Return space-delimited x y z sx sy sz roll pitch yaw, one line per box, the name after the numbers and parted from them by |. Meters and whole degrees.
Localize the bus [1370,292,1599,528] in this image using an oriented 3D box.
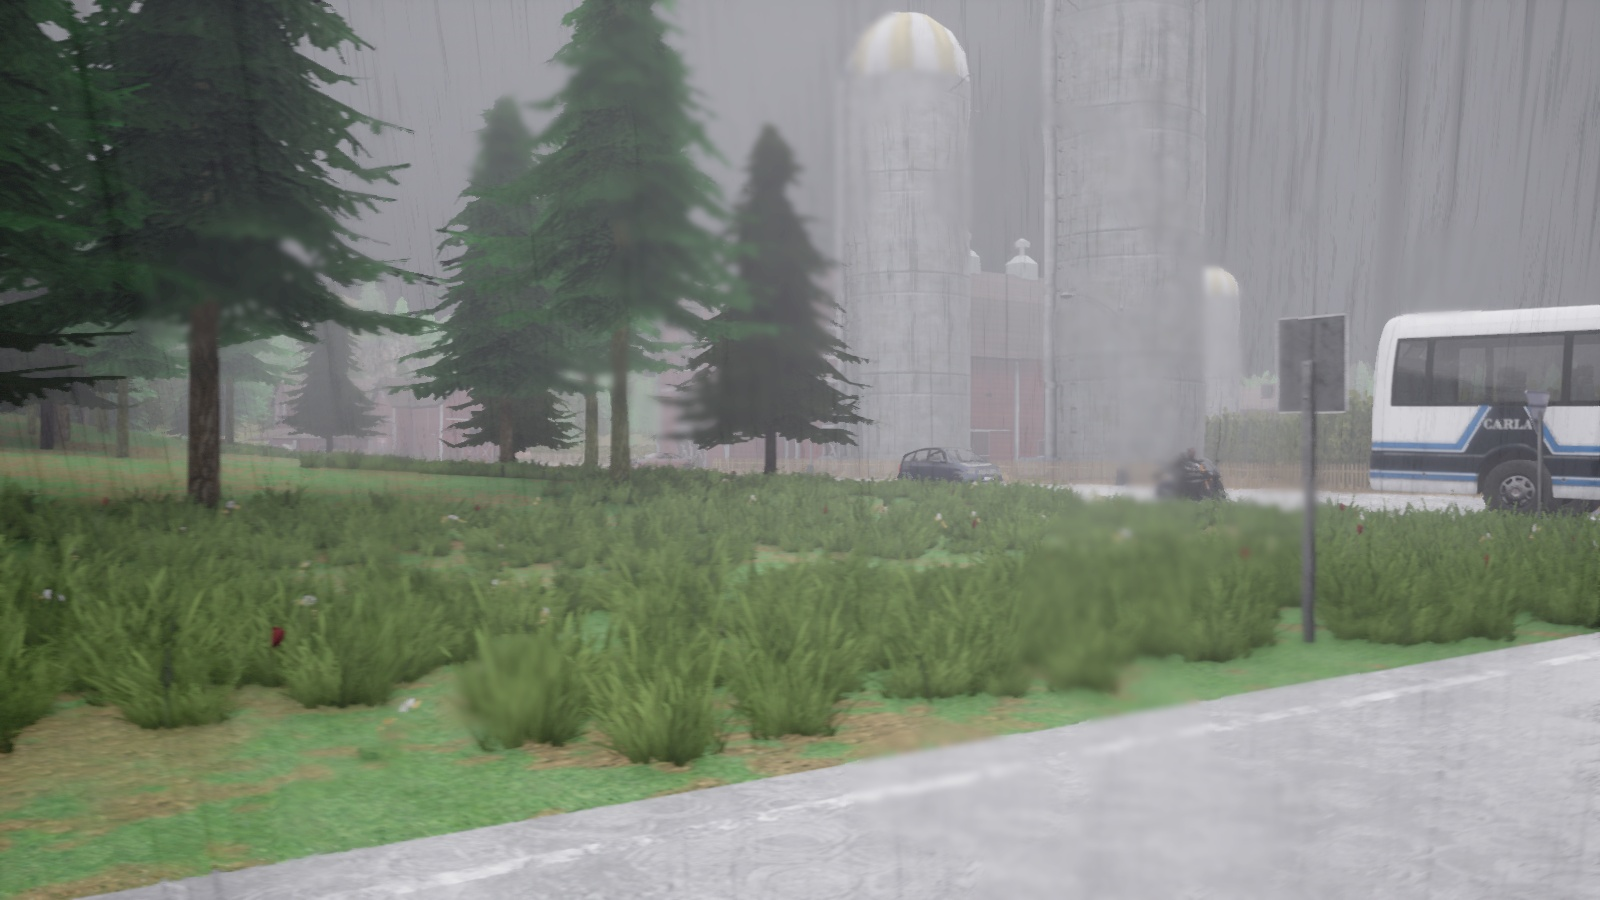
16.586 -0.703 23.167 3.944 4.253 10.273 0 1 -40 | bus

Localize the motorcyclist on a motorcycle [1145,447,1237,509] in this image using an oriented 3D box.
9.969 0.697 32.085 0.866 1.530 2.191 0 0 -34 | motorcyclist on a motorcycle

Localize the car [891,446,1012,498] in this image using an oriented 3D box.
4.748 0.671 39.740 1.789 1.549 3.705 0 0 -34 | car
